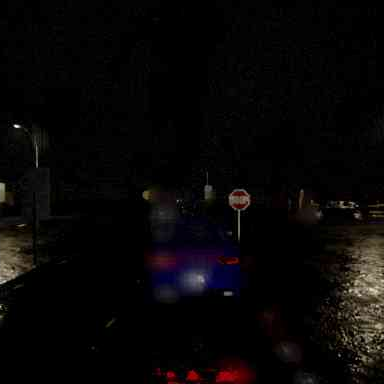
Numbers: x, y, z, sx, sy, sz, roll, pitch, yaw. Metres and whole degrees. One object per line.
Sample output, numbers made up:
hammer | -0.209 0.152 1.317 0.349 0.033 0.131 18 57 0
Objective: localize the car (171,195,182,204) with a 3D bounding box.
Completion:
car | -2.850 1.312 50.034 2.097 1.767 4.553 0 0 0

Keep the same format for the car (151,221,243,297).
car | 0.086 1.475 8.627 1.882 1.535 5.008 0 0 0

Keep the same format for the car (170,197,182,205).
car | -2.840 1.546 60.443 1.895 1.301 4.718 0 0 0

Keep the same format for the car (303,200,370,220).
car | 11.317 1.428 26.287 4.892 1.490 1.837 0 1 5

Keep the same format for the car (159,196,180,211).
car | -2.854 1.537 40.101 1.994 1.385 4.181 0 0 0
